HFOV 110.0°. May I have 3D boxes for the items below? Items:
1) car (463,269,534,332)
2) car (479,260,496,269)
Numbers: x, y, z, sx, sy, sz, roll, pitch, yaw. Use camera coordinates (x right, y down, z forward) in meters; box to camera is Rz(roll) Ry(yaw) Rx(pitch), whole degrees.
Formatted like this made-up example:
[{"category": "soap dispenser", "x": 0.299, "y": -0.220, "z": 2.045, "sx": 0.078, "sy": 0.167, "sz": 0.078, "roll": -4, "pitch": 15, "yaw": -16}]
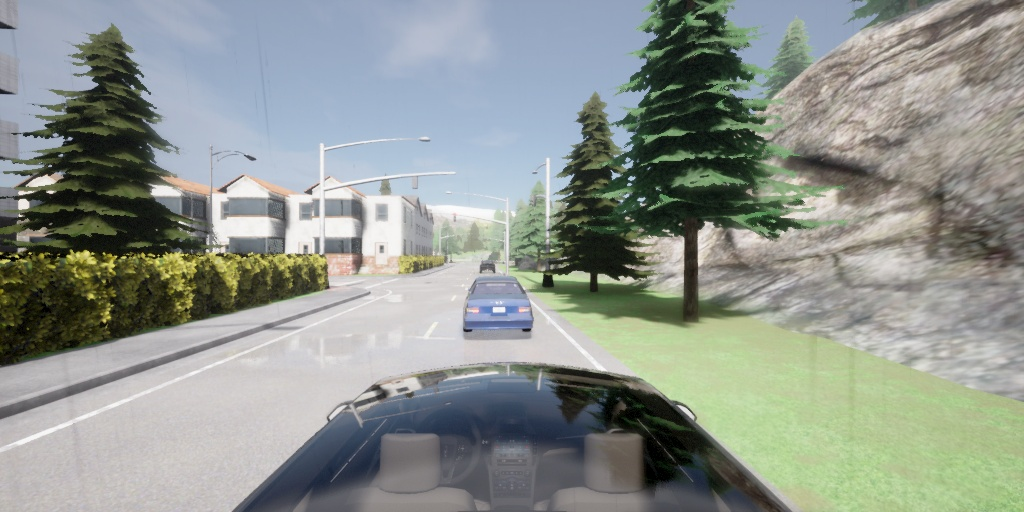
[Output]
[{"category": "car", "x": -0.483, "y": 1.297, "z": 10.840, "sx": 2.033, "sy": 1.411, "sz": 5.357, "roll": 0, "pitch": 0, "yaw": -4}, {"category": "car", "x": -2.994, "y": 1.254, "z": 43.610, "sx": 1.837, "sy": 1.490, "sz": 4.892, "roll": 0, "pitch": 0, "yaw": -5}]
